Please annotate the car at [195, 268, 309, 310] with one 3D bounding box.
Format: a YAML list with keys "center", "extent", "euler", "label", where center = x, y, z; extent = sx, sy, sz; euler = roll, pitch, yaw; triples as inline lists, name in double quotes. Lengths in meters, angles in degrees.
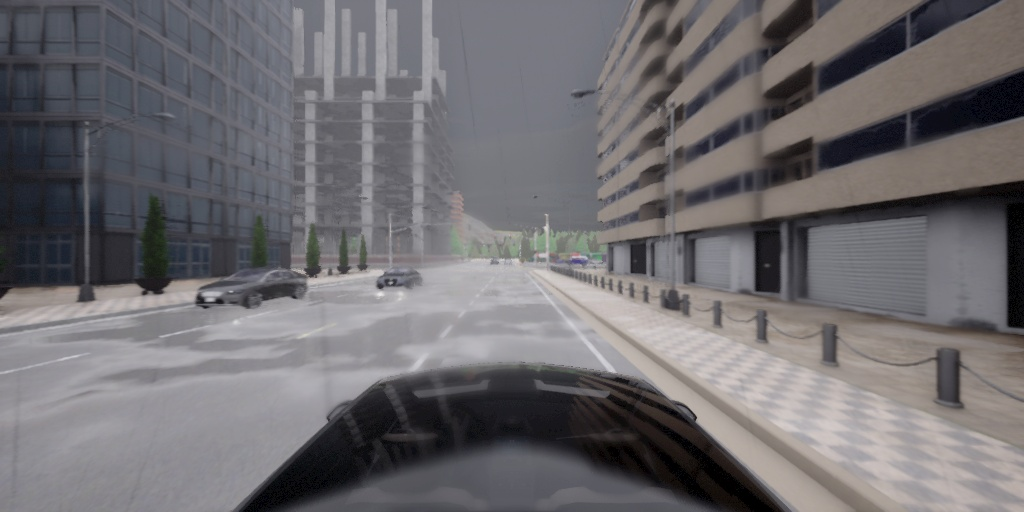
- center: [-10.580, 1.277, 15.037]
  extent: [2.128, 1.511, 4.902]
  euler: [0, 0, 0]
  label: "car"

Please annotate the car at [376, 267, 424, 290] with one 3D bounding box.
- center: [-7.029, 1.371, 22.809]
  extent: [1.994, 1.385, 4.181]
  euler: [0, 0, 0]
  label: "car"
